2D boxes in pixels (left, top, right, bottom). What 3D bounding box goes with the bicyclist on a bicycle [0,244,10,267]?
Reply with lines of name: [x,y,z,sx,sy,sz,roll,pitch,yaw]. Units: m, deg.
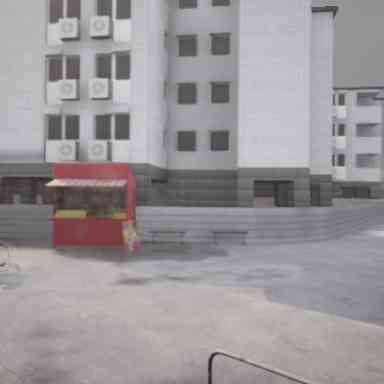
bicyclist on a bicycle: [-5.630,1.294,8.719,0.582,1.620,1.656,4,2,38]
